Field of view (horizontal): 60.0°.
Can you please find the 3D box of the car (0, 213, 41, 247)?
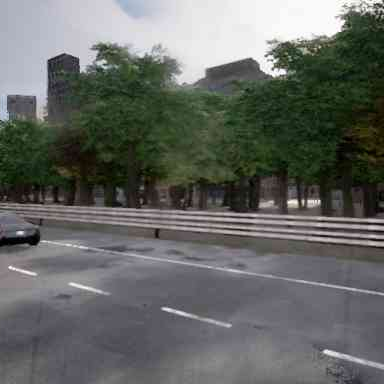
[{"bbox_3d":[-8.293,1.567,14.101,4.181,1.385,1.994,0,0,36],"label":"car"}]
